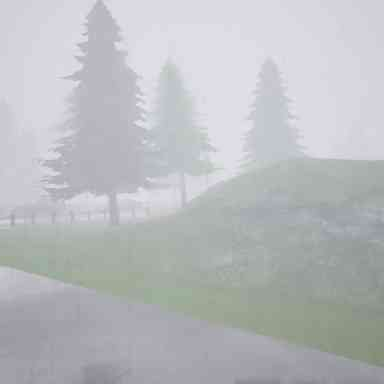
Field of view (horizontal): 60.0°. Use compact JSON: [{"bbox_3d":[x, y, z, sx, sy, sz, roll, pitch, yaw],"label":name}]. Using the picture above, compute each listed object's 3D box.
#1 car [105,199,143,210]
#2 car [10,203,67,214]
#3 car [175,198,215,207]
[{"bbox_3d":[-7.571,1.466,37.357,4.181,1.385,1.994,0,0,-40],"label":"car"},{"bbox_3d":[-14.201,1.386,31.023,2.128,1.511,4.902,0,0,44],"label":"car"},{"bbox_3d":[0.484,1.462,43.639,5.357,1.411,2.033,0,0,-35],"label":"car"}]
